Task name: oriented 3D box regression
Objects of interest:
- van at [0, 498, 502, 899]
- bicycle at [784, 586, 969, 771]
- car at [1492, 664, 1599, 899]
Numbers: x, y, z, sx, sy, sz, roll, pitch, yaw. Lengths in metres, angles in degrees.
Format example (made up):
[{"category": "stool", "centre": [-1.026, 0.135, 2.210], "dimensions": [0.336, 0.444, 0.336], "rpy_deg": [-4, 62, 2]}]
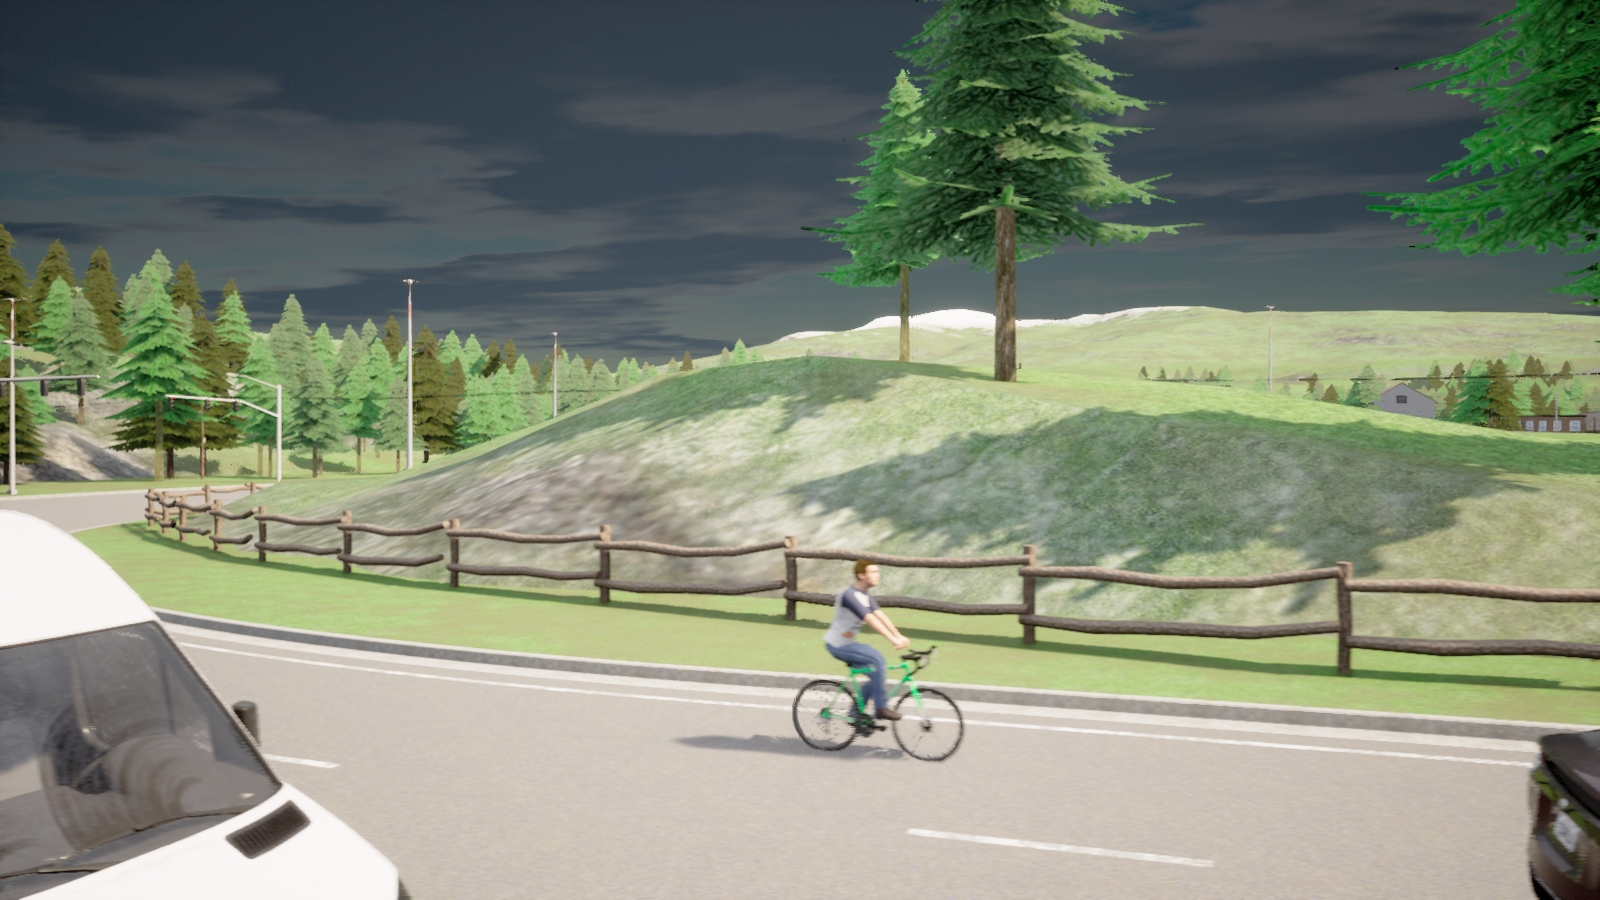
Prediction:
[{"category": "van", "centre": [-4.342, 1.532, 4.811], "dimensions": [5.915, 2.561, 1.988], "rpy_deg": [0, 1, 21]}, {"category": "bicycle", "centre": [0.693, 2.055, 10.454], "dimensions": [1.643, 1.496, 0.373], "rpy_deg": [0, 0, 21]}, {"category": "car", "centre": [5.913, 2.041, 5.115], "dimensions": [4.514, 1.525, 2.007], "rpy_deg": [0, 0, 20]}]
